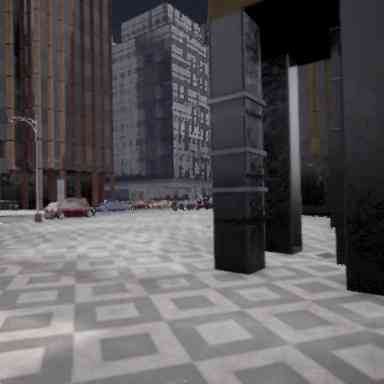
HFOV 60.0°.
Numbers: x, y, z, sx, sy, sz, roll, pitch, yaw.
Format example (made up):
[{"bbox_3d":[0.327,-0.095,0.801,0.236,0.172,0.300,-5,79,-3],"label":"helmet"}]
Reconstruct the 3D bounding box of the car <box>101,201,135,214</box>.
[{"bbox_3d":[-9.678,1.773,39.217,2.033,1.411,5.357,-2,-1,36],"label":"car"}]

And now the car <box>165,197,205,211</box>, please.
[{"bbox_3d":[-0.801,1.634,41.540,2.008,1.369,4.403,-2,-1,36],"label":"car"}]

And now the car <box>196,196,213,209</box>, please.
[{"bbox_3d":[2.368,1.634,45.960,1.887,1.381,4.507,-2,-1,36],"label":"car"}]

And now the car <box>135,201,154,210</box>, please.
[{"bbox_3d":[-7.726,1.883,46.506,1.802,1.307,4.206,-2,-1,36],"label":"car"}]

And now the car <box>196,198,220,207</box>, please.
[{"bbox_3d":[2.744,1.776,56.372,1.812,1.442,4.674,-2,-1,36],"label":"car"}]

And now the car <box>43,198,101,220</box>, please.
[{"bbox_3d":[-10.309,1.509,28.286,1.967,1.590,4.097,-2,-1,36],"label":"car"}]

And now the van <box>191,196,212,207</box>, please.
[{"bbox_3d":[1.775,1.659,59.767,1.690,1.788,3.998,-2,-1,36],"label":"van"}]

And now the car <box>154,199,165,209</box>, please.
[{"bbox_3d":[-4.658,1.831,50.788,1.752,1.417,4.829,-2,-1,36],"label":"car"}]

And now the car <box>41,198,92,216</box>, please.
[{"bbox_3d":[-14.069,1.606,37.673,2.192,1.841,5.009,-2,-1,36],"label":"car"}]
